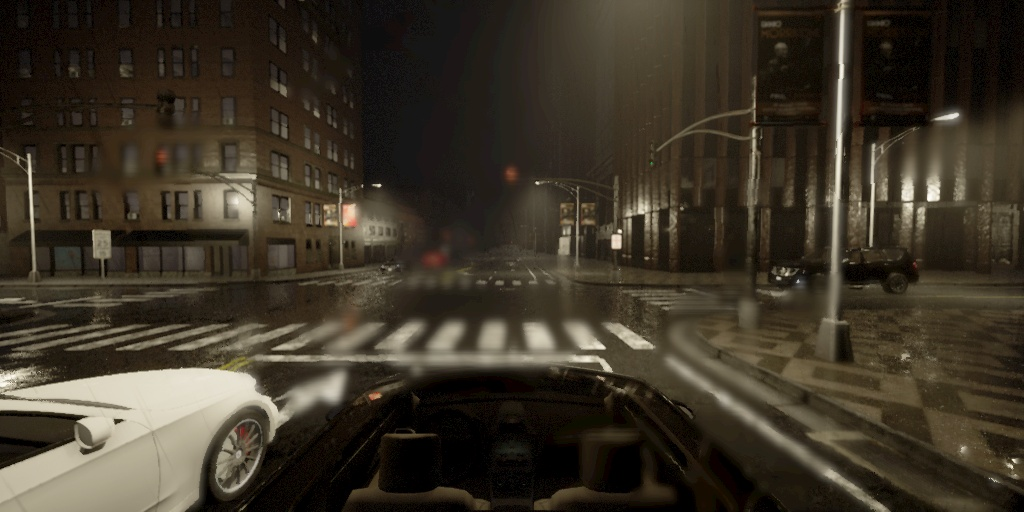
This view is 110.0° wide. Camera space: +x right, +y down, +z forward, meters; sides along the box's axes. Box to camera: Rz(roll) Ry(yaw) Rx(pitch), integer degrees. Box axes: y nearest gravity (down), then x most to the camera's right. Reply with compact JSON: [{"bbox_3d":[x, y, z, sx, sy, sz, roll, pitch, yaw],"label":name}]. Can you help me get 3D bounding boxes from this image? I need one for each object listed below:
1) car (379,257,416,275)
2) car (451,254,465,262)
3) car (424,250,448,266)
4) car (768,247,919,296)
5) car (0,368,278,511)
[{"bbox_3d":[-9.755,0.791,31.035,1.812,1.442,4.674,0,1,0],"label":"car"},{"bbox_3d":[-9.556,0.327,64.095,2.033,1.411,5.357,0,1,0],"label":"car"},{"bbox_3d":[-9.698,0.229,46.151,2.150,2.045,5.566,0,2,0],"label":"car"},{"bbox_3d":[14.859,0.620,16.235,5.566,2.045,2.150,-1,2,1],"label":"car"},{"bbox_3d":[-3.159,1.281,1.419,1.812,1.442,4.674,0,1,2],"label":"car"}]
